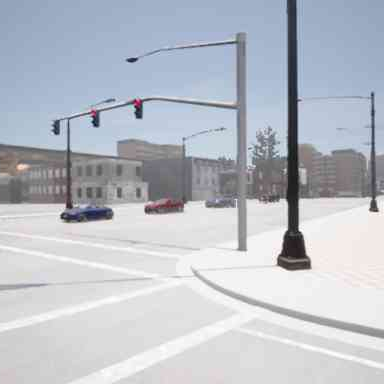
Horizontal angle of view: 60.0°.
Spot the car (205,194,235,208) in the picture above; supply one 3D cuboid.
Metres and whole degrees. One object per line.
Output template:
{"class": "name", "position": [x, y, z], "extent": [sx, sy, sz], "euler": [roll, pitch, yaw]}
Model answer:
{"class": "car", "position": [3.572, 1.074, 42.331], "extent": [2.097, 1.767, 4.553], "euler": [-1, 1, 37]}

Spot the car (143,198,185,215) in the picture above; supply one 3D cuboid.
{"class": "car", "position": [-2.770, 1.386, 33.811], "extent": [1.882, 1.535, 5.008], "euler": [-1, 0, 37]}

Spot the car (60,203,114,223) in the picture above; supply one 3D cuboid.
{"class": "car", "position": [-8.267, 1.603, 26.425], "extent": [1.994, 1.385, 4.181], "euler": [-1, 0, 37]}

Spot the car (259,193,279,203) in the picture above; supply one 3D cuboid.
{"class": "car", "position": [12.611, 0.948, 54.337], "extent": [2.128, 1.511, 4.902], "euler": [-1, 1, 37]}
